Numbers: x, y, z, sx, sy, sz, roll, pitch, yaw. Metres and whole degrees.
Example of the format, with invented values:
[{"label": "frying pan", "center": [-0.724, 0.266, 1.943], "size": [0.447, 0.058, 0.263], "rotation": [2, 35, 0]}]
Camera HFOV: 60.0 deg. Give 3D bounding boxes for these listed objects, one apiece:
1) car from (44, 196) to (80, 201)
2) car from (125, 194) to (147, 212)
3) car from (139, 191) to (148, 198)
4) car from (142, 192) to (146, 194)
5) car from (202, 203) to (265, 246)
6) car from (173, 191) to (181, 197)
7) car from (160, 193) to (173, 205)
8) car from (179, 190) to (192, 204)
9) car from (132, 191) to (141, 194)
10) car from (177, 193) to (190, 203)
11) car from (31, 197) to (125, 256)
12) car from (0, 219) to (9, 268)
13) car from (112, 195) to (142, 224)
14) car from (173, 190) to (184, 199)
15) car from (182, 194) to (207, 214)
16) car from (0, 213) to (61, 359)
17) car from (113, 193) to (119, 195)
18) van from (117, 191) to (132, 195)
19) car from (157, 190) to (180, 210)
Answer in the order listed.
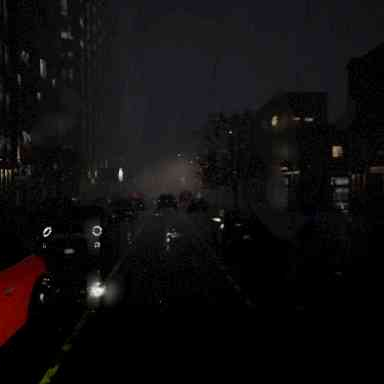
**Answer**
[{"label": "car", "center": [-7.178, 1.179, 18.216], "size": [2.192, 1.841, 5.009], "rotation": [-2, 1, -4]}, {"label": "car", "center": [-5.656, 1.200, 34.007], "size": [2.033, 1.411, 5.357], "rotation": [-1, 1, -4]}, {"label": "car", "center": [-12.332, 0.627, 84.991], "size": [1.752, 1.417, 4.829], "rotation": [-2, 1, -4]}, {"label": "car", "center": [-11.040, 0.834, 68.608], "size": [1.887, 1.381, 4.507], "rotation": [-2, 1, -4]}, {"label": "car", "center": [1.792, 1.359, 14.094], "size": [2.008, 1.369, 4.403], "rotation": [-2, 1, -4]}, {"label": "car", "center": [-3.989, 0.559, 85.806], "size": [1.947, 1.339, 4.313], "rotation": [-2, 1, -4]}, {"label": "car", "center": [-3.629, 0.988, 47.428], "size": [1.812, 1.442, 4.674], "rotation": [-1, 1, -4]}, {"label": "car", "center": [-0.953, 0.749, 47.183], "size": [2.192, 1.841, 5.009], "rotation": [-2, 1, -4]}, {"label": "car", "center": [-9.742, 0.793, 52.053], "size": [2.192, 1.841, 5.009], "rotation": [-2, 1, -4]}, {"label": "car", "center": [-1.395, 0.894, 52.873], "size": [1.752, 1.417, 4.829], "rotation": [-2, 1, -4]}, {"label": "car", "center": [-4.021, 1.247, 12.642], "size": [2.097, 1.767, 4.553], "rotation": [-1, 1, -5]}, {"label": "car", "center": [-6.386, 1.547, 7.908], "size": [1.947, 1.339, 4.313], "rotation": [-2, 1, -4]}, {"label": "car", "center": [-4.829, 1.255, 22.996], "size": [1.882, 1.535, 5.008], "rotation": [-1, 1, -4]}, {"label": "car", "center": [-3.127, 0.434, 74.769], "size": [2.192, 1.841, 5.009], "rotation": [-2, 1, -4]}, {"label": "car", "center": [0.428, 1.181, 29.903], "size": [2.008, 1.369, 4.403], "rotation": [-2, 1, -4]}, {"label": "car", "center": [-3.303, 1.348, 3.672], "size": [2.097, 1.767, 4.553], "rotation": [-1, 1, -5]}, {"label": "car", "center": [-7.954, 1.178, 29.259], "size": [1.967, 1.590, 4.097], "rotation": [-2, 1, -4]}, {"label": "van", "center": [-8.872, 0.945, 41.019], "size": [1.690, 1.788, 3.998], "rotation": [-2, 1, -4]}, {"label": "car", "center": [-2.677, 0.947, 35.736], "size": [2.097, 1.767, 4.553], "rotation": [-1, 1, -4]}]
